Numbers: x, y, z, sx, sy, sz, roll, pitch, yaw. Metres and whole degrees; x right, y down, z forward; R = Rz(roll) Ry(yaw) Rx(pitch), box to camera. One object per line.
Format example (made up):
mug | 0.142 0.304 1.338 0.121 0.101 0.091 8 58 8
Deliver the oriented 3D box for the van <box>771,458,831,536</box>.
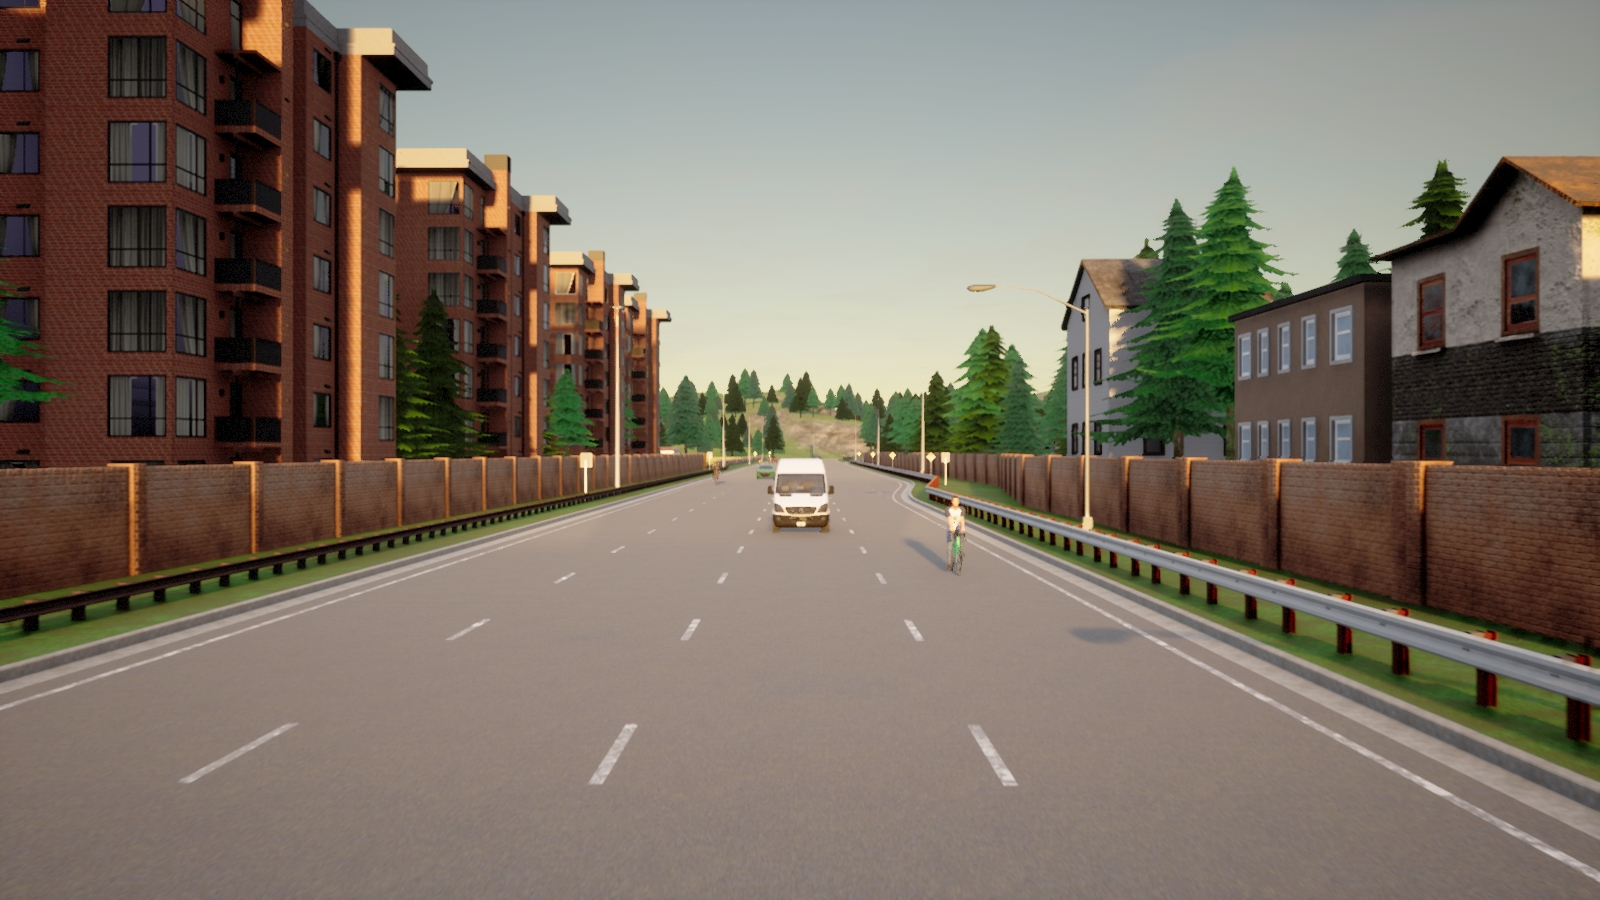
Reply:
van | 0.039 1.587 40.902 1.988 2.561 5.915 0 0 0

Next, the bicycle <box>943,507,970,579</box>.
bicycle | 3.542 2.090 25.918 0.373 1.496 1.643 0 0 0
